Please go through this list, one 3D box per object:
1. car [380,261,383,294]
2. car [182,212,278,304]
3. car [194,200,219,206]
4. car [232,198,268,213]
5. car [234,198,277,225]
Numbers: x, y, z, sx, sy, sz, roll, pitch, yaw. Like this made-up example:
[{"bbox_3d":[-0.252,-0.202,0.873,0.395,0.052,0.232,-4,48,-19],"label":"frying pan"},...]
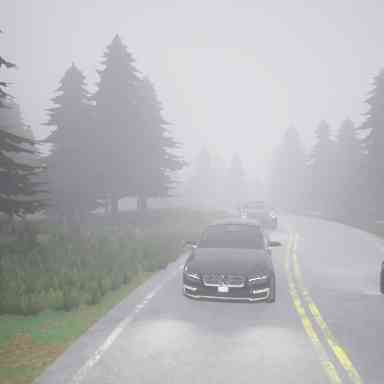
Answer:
[{"bbox_3d":[4.486,1.309,4.625,2.097,1.767,4.553,-1,0,8],"label":"car"},{"bbox_3d":[1.077,1.496,8.390,1.837,1.490,4.892,-1,0,12],"label":"car"},{"bbox_3d":[1.846,1.799,44.838,1.812,1.442,4.674,3,-5,-35],"label":"car"},{"bbox_3d":[6.145,1.411,35.720,1.837,1.490,4.892,2,-1,-16],"label":"car"},{"bbox_3d":[3.843,1.271,20.347,2.097,1.767,4.553,-1,0,5],"label":"car"}]
